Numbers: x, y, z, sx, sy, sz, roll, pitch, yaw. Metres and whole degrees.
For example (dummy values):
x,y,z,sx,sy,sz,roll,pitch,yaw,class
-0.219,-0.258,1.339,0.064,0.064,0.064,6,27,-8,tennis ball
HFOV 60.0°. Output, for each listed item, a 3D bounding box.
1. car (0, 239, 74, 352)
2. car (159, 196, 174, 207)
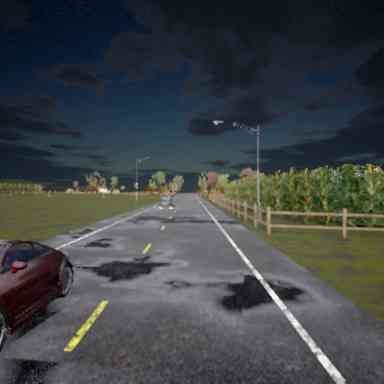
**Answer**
x,y,z,sx,sy,sz,roll,pitch,yaw,class
-3.598,1.543,5.655,1.994,1.385,4.181,0,0,0,car
-3.578,1.345,46.640,1.812,1.442,4.674,0,0,0,car
